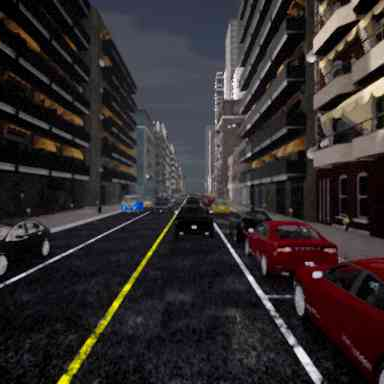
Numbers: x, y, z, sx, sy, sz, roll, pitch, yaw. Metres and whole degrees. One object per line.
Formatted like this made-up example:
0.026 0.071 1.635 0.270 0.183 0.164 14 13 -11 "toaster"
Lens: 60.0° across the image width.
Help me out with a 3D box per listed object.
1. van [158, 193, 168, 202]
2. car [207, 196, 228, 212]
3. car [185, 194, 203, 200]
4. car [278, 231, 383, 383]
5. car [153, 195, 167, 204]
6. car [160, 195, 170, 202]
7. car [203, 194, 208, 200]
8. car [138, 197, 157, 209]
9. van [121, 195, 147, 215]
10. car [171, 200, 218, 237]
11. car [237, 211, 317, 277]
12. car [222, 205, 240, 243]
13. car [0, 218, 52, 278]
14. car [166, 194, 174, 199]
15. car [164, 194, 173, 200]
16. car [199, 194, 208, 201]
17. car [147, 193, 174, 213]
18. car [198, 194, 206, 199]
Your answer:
-5.689 1.075 65.110 1.690 1.788 3.998 0 0 0 "van"
2.695 1.389 32.128 1.752 1.417 4.829 0 0 0 "car"
0.095 1.325 42.900 1.837 1.490 4.892 0 0 0 "car"
2.698 1.525 4.341 1.887 1.381 4.507 0 0 0 "car"
-5.690 1.321 59.587 1.947 1.339 4.313 0 0 0 "car"
-5.691 1.258 70.634 1.887 1.381 4.507 0 0 0 "car"
2.692 1.380 48.529 1.802 1.307 4.206 0 0 0 "car"
-5.687 1.345 42.847 1.752 1.417 4.829 1 0 0 "car"
-5.685 1.205 31.969 1.690 1.788 3.998 1 0 0 "van"
0.095 1.402 17.418 1.882 1.535 5.008 0 1 0 "car"
2.697 1.502 9.865 1.887 1.381 4.507 0 0 0 "car"
2.696 1.500 15.389 1.947 1.339 4.313 0 0 0 "car"
-5.684 1.508 9.877 2.008 1.369 4.403 1 0 0 "car"
-5.693 1.235 87.204 1.802 1.307 4.206 0 0 0 "car"
-5.693 1.239 81.681 1.947 1.339 4.313 0 0 0 "car"
2.689 1.259 76.146 1.947 1.339 4.313 0 0 0 "car"
-3.004 1.270 34.287 2.097 1.767 4.553 0 0 0 "car"
2.688 1.219 87.193 1.947 1.339 4.313 0 0 0 "car"
